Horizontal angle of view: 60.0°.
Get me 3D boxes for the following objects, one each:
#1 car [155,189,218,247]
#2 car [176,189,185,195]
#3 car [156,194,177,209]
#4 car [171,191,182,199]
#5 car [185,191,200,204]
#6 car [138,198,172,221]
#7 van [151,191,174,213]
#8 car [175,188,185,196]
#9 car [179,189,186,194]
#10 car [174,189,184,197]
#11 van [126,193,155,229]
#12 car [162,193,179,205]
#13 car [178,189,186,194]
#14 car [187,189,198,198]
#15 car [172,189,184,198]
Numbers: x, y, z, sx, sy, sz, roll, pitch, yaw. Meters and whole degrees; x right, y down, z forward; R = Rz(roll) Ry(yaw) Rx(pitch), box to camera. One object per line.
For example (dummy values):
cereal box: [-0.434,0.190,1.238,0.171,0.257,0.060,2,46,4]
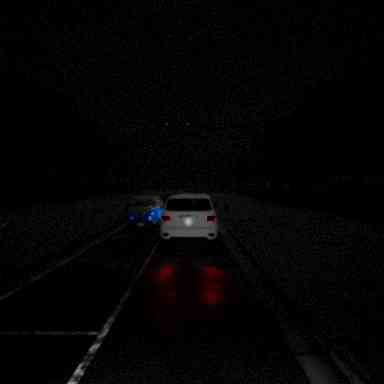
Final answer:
car: [-0.078,1.047,14.150,2.150,2.045,5.566,0,1,1]
car: [-2.652,-0.032,79.994,2.008,1.369,4.403,1,1,0]
car: [-2.638,0.969,35.690,1.947,1.339,4.313,1,1,0]
car: [-2.644,0.450,57.842,1.802,1.307,4.206,1,1,0]
car: [0.087,0.713,43.470,1.837,1.490,4.892,0,1,0]
car: [-2.638,1.196,24.602,2.008,1.369,4.403,1,1,0]
van: [-2.635,0.872,30.142,1.690,1.788,3.998,1,1,0]
car: [-2.649,-0.038,74.453,1.967,1.590,4.097,1,1,0]
car: [-2.656,-0.239,91.073,1.887,1.381,4.507,1,1,0]
car: [-2.648,0.161,68.746,1.752,1.417,4.829,1,1,0]
van: [-2.636,1.088,19.053,1.690,1.788,3.998,0,1,0]
car: [-2.637,0.847,41.229,1.802,1.307,4.206,1,1,0]
car: [-2.654,-0.117,85.534,1.947,1.339,4.313,1,1,0]
car: [0.083,0.321,60.178,1.837,1.490,4.892,0,1,0]
car: [-2.644,0.187,63.377,1.967,1.590,4.097,1,1,0]
